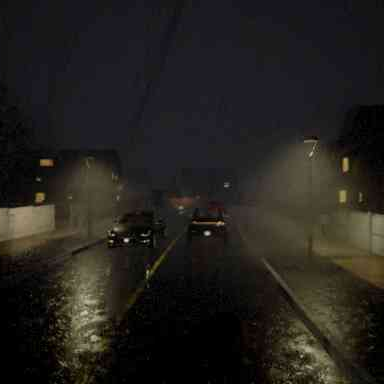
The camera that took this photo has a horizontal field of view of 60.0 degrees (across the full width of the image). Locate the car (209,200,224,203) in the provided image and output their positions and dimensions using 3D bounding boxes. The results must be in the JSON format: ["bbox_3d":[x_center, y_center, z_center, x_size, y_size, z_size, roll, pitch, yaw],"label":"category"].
[{"bbox_3d":[2.528,1.590,34.177,1.882,1.535,5.008,0,0,6],"label":"car"}]

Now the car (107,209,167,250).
[{"bbox_3d":[-2.248,1.549,14.645,1.837,1.490,4.892,0,-1,4],"label":"car"}]

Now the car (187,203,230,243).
[{"bbox_3d":[0.808,1.532,16.346,2.128,1.511,4.902,0,0,4],"label":"car"}]
